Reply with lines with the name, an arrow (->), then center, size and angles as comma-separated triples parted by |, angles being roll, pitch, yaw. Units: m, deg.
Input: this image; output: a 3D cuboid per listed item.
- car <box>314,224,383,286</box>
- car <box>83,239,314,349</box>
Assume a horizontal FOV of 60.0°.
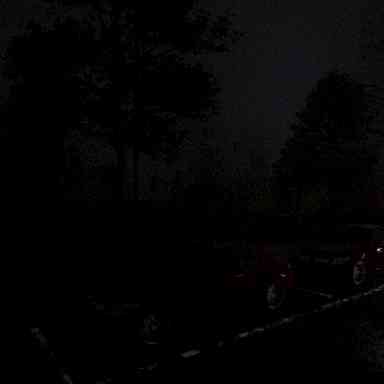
car -> 4.663, 1.586, 9.421 | 4.206, 1.307, 1.802 | 0, 1, -36
car -> 0.158, 1.583, 6.204 | 4.206, 1.307, 1.802 | 0, 1, -36
